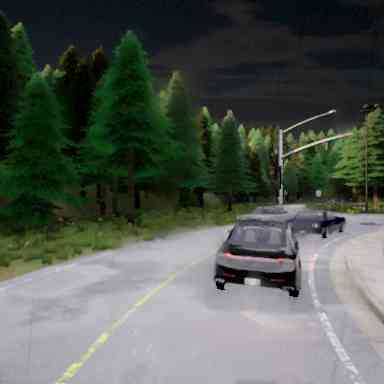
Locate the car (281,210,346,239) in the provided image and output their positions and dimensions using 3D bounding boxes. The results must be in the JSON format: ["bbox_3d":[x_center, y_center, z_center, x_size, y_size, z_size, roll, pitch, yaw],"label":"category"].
[{"bbox_3d":[6.773,1.643,17.913,1.895,1.301,4.718,0,0,38],"label":"car"}]

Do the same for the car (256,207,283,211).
[{"bbox_3d":[4.771,1.650,21.386,1.895,1.301,4.718,0,0,42],"label":"car"}]

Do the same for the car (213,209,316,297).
[{"bbox_3d":[1.864,1.493,8.762,2.128,1.511,4.902,2,1,16],"label":"car"}]

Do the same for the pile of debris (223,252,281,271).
[{"bbox_3d":[1.981,2.200,10.671,1.500,0.140,1.860,0,0,22],"label":"pile of debris"}]
